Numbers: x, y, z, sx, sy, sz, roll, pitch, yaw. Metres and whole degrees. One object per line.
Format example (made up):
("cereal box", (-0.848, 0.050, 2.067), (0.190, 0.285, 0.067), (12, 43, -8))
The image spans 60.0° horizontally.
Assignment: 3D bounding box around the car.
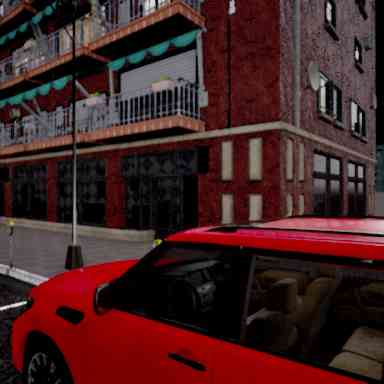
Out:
("car", (0.688, 1.224, 2.763), (5.566, 2.045, 2.150), (0, 0, 38))
